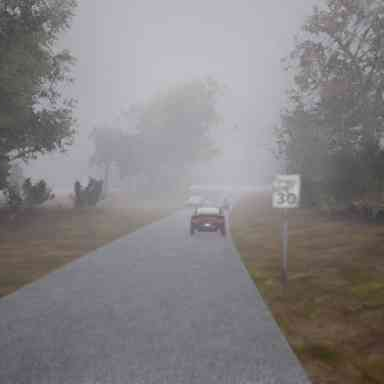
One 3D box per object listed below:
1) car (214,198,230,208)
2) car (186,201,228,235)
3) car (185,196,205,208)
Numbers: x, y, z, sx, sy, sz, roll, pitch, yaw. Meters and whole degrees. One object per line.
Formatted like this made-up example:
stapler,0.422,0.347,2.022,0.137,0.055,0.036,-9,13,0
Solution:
car,3.469,1.343,39.915,1.994,1.385,4.181,1,2,9
car,0.973,1.530,19.467,1.882,1.535,5.008,0,0,4
car,0.482,1.227,39.818,1.882,1.535,5.008,2,2,9
